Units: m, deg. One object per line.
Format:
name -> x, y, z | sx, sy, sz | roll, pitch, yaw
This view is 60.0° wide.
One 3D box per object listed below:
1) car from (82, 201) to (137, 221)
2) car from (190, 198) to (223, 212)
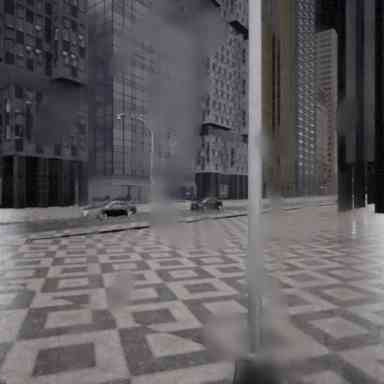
car -> -6.682, 1.460, 27.221 | 2.128, 1.511, 4.902 | 0, 0, 36
car -> 1.734, 1.427, 38.712 | 1.882, 1.535, 5.008 | 0, 1, 36
